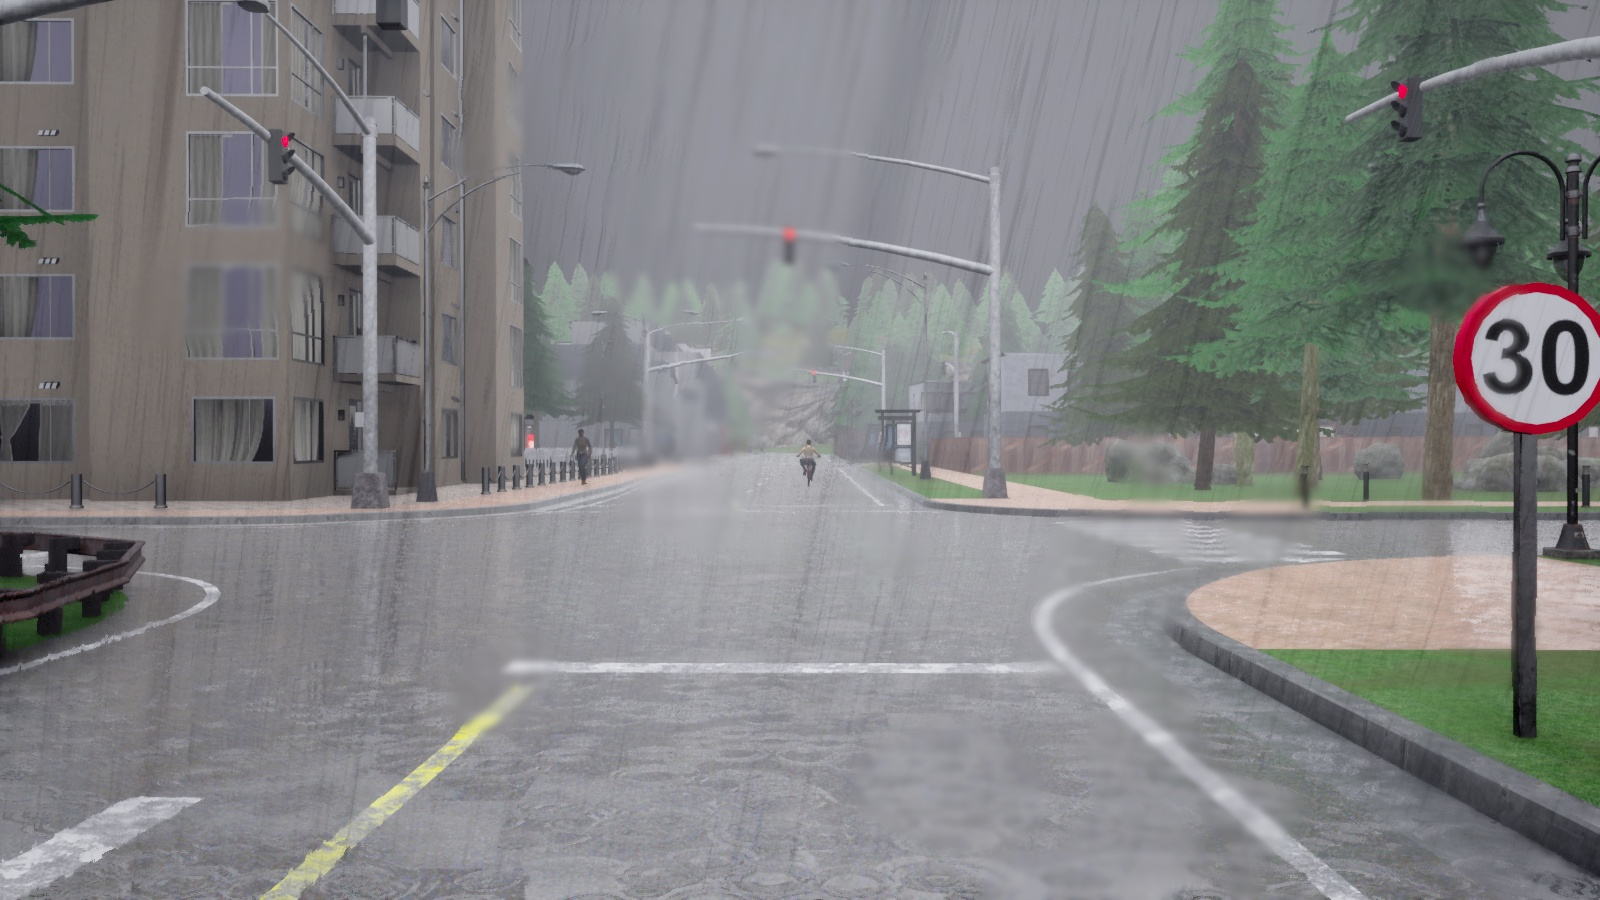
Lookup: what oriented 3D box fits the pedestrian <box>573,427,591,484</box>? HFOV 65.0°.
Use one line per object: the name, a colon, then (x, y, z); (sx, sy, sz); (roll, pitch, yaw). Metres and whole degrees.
pedestrian: (-6.923, 0.177, 39.883); (0.328, 1.805, 0.869); (0, 0, 8)
